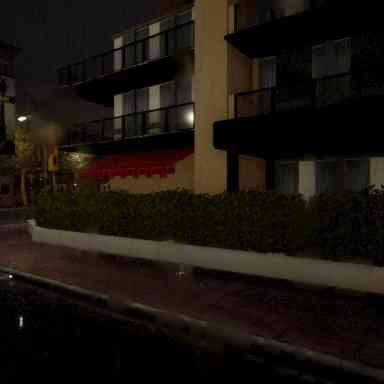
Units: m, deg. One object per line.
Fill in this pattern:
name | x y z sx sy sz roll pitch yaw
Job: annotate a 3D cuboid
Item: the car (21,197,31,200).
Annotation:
car | -35.606 1.481 67.647 4.892 1.521 2.231 0 0 36
